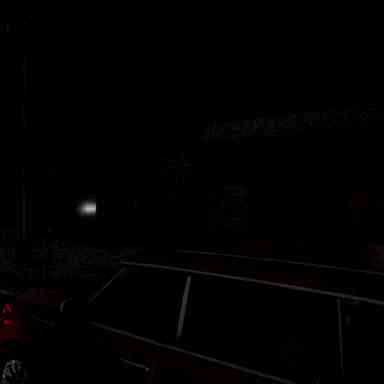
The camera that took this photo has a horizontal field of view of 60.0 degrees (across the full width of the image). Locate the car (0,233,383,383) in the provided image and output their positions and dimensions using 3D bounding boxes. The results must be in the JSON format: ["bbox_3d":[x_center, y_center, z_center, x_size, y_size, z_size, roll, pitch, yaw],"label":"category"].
[{"bbox_3d":[0.255,1.315,2.896,5.009,1.841,2.192,0,0,36],"label":"car"}]
